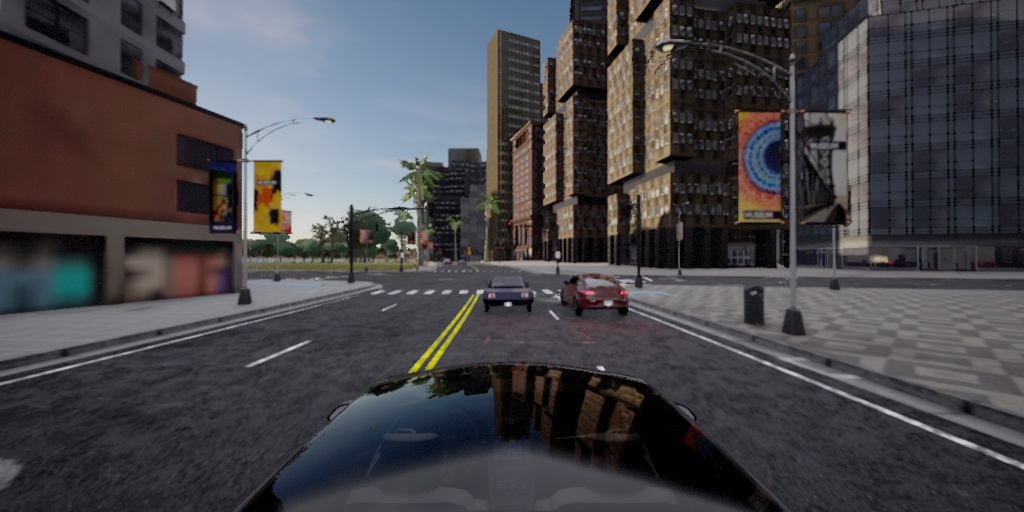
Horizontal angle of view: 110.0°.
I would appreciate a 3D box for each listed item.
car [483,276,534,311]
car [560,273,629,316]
[{"bbox_3d":[-0.193,1.483,15.197,1.895,1.301,4.718,0,-1,-2],"label":"car"},{"bbox_3d":[3.087,1.395,14.010,1.812,1.442,4.674,0,-1,-2],"label":"car"}]
